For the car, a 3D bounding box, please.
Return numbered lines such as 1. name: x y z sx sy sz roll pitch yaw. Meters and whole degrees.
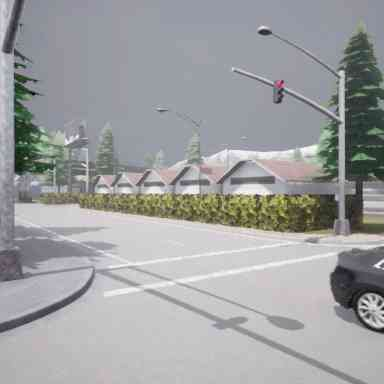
1. car: 4.461 1.583 4.739 1.837 1.490 4.892 0 1 -36
